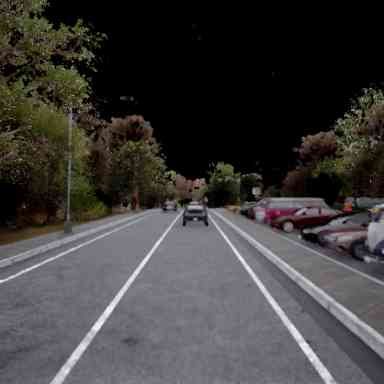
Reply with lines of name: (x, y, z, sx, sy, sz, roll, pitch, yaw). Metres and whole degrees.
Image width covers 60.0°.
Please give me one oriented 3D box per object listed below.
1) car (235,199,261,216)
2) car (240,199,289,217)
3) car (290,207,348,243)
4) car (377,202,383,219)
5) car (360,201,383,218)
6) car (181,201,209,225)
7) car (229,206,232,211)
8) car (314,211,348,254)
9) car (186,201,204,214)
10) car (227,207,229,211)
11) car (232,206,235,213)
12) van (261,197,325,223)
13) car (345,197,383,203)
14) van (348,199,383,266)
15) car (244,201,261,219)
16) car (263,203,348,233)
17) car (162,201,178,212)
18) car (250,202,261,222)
car: (7.240, 1.486, 31.266, 5.566, 2.045, 2.435, 0, -1, 0)
car: (7.318, 1.646, 34.036, 4.553, 1.767, 2.185, 0, -1, 0)
car: (7.125, 1.576, 14.608, 4.792, 1.488, 2.163, 0, -1, 0)
car: (20.340, 1.734, 30.964, 4.892, 1.521, 2.231, 0, -1, 0)
car: (20.180, 1.763, 33.733, 5.366, 1.575, 1.946, 0, -1, 0)
car: (0.254, 1.691, 25.711, 1.837, 1.490, 4.892, 0, -1, 0)
car: (7.330, 1.859, 39.582, 4.892, 1.521, 2.231, 0, -1, 0)
car: (7.138, 1.555, 11.831, 4.674, 1.452, 2.002, 0, -1, 0)
car: (0.361, 1.959, 42.874, 2.128, 1.511, 4.902, 0, -1, 0)
car: (7.158, 1.910, 42.352, 5.366, 1.575, 1.946, 0, -1, 0)
car: (7.312, 1.810, 36.811, 5.008, 1.535, 2.097, 0, -1, 0)
van: (7.328, 1.416, 22.937, 4.442, 1.987, 1.878, 0, -1, 0)
car: (20.412, 1.553, 36.503, 5.566, 2.045, 2.435, 0, -1, 0)
van: (7.000, 1.257, 9.059, 4.442, 1.987, 1.878, 0, -1, 0)
car: (7.279, 1.735, 28.486, 4.792, 1.488, 2.163, 0, -1, 0)
car: (7.198, 1.610, 20.159, 5.008, 1.535, 2.097, 0, -1, 0)
car: (-3.047, 2.050, 46.605, 2.128, 1.511, 4.902, 0, -2, 1)
car: (7.233, 1.714, 25.711, 4.674, 1.452, 2.002, 0, -1, 0)
